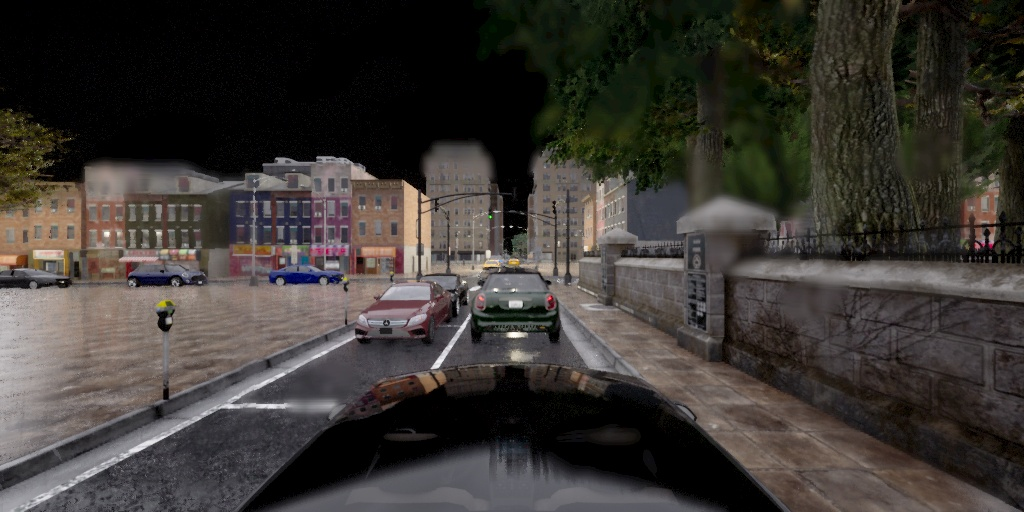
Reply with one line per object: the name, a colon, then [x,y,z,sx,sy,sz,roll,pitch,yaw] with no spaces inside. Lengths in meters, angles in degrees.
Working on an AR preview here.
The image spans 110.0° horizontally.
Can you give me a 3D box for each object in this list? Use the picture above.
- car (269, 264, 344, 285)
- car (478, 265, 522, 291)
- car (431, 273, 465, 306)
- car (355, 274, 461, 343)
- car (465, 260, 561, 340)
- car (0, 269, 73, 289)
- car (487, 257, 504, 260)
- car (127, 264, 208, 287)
car: [-14.888,1.373,26.160,5.008,1.535,1.882,-1,0,0]
car: [-0.864,1.323,22.891,1.994,1.385,4.181,0,0,-14]
car: [-2.638,1.315,13.262,1.948,1.339,4.313,0,0,0]
car: [-2.638,1.332,9.600,1.802,1.307,4.207,0,0,0]
car: [0.075,1.101,10.155,2.097,1.767,4.553,0,0,0]
car: [-35.133,1.694,26.103,4.892,1.490,1.837,-1,0,0]
car: [-2.275,1.220,41.529,1.882,1.535,5.008,0,0,1]
car: [-24.965,1.378,26.128,4.553,1.767,2.097,-1,0,0]
